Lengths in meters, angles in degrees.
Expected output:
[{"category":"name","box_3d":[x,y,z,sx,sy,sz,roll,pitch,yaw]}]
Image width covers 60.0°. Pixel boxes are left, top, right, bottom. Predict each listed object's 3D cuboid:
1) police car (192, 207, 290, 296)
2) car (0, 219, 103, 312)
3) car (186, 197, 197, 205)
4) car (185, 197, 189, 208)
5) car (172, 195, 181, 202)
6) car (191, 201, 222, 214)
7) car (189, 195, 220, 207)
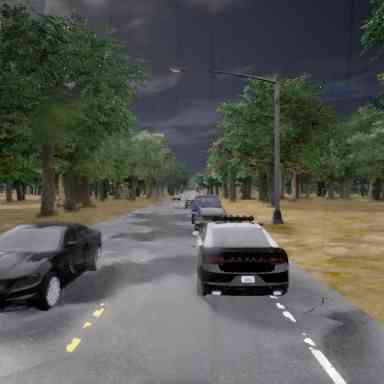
[{"category":"police car","box_3d":[1.046,1.428,8.804,1.930,1.638,5.238,0,0,0]},{"category":"car","box_3d":[-3.603,1.480,8.031,1.882,1.535,5.008,0,0,0]},{"category":"car","box_3d":[-0.022,1.551,60.623,1.895,1.301,4.718,0,0,0]},{"category":"car","box_3d":[0.013,1.468,46.151,2.128,1.511,4.902,0,0,0]},{"category":"car","box_3d":[-3.528,1.384,75.695,1.882,1.535,5.008,0,0,0]},{"category":"car","box_3d":[1.043,1.506,18.697,1.837,1.490,4.892,0,0,0]},{"category":"car","box_3d":[1.041,1.222,24.729,2.150,2.045,5.566,0,0,0]}]
